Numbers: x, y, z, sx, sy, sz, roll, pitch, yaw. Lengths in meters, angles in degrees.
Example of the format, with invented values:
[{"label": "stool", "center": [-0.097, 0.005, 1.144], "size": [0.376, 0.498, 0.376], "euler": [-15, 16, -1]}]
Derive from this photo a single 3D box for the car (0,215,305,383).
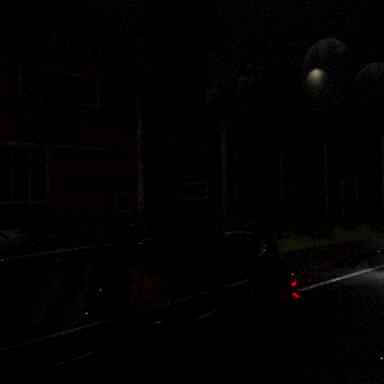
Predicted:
[{"label": "car", "center": [-1.290, 1.305, 3.041], "size": [5.566, 2.045, 2.150], "euler": [0, -1, -37]}]
